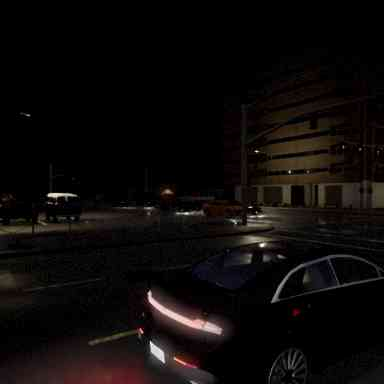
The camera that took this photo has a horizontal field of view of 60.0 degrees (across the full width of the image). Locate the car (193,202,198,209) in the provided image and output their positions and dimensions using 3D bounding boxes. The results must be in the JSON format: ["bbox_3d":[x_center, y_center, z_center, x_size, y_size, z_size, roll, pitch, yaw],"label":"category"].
[{"bbox_3d":[-0.618,1.656,42.484,1.895,1.301,4.718,0,0,-34],"label":"car"}]

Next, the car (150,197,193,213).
[{"bbox_3d":[-2.547,1.603,39.098,2.033,1.411,5.357,0,0,-34],"label":"car"}]

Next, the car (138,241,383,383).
[{"bbox_3d":[1.638,1.492,4.908,4.902,1.511,2.128,0,0,-34],"label":"car"}]

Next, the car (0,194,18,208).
[{"bbox_3d":[-31.359,1.209,56.593,1.932,1.855,4.605,0,0,-34],"label":"car"}]

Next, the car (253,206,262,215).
[{"bbox_3d":[4.782,1.603,34.563,2.033,1.411,5.357,0,0,-34],"label":"car"}]

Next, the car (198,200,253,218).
[{"bbox_3d":[2.985,1.533,30.986,1.882,1.535,5.008,0,0,-34],"label":"car"}]

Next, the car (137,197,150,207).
[{"bbox_3d":[-6.977,1.561,51.838,1.837,1.490,4.892,0,0,-34],"label":"car"}]

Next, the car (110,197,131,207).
[{"bbox_3d":[-11.159,1.533,51.773,1.882,1.535,5.008,0,0,-34],"label":"car"}]
